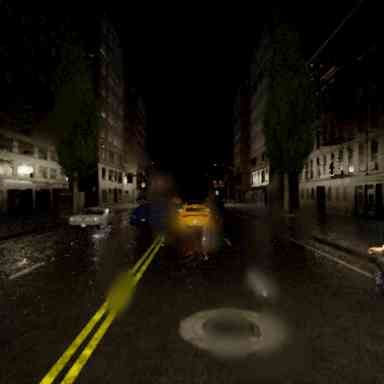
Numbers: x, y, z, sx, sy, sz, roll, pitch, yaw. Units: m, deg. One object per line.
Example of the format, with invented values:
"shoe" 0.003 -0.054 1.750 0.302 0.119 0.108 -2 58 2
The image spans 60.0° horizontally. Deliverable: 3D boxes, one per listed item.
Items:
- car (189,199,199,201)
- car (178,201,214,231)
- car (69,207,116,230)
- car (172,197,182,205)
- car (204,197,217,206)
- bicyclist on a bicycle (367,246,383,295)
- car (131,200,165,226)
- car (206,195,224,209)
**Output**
"car" 0.319 1.728 48.252 1.882 1.535 5.008 0 0 0
"car" 0.195 1.592 21.511 1.882 1.535 5.008 0 0 0
"car" -6.502 1.712 22.147 1.895 1.301 4.718 0 0 0
"car" -2.960 1.822 65.951 1.882 1.535 5.008 0 0 1
"car" 3.543 1.823 64.225 2.128 1.511 4.902 0 0 0
"bicyclist on a bicycle" 4.210 1.479 6.965 0.866 1.612 1.509 0 0 0
"car" -3.240 1.605 24.665 1.882 1.535 5.008 0 0 0
"car" 3.576 1.485 49.947 2.150 2.045 5.566 0 0 0
